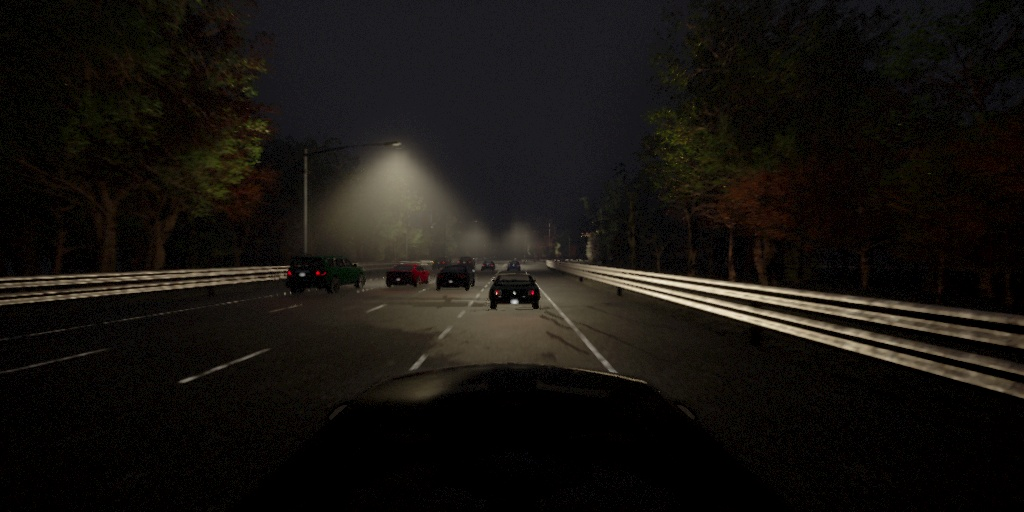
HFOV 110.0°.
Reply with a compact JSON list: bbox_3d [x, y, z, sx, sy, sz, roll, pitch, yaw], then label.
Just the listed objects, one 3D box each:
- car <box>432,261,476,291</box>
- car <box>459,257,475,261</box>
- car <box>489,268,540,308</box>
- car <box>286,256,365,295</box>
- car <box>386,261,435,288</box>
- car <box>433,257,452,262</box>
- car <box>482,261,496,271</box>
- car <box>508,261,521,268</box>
[{"bbox_3d":[-3.401,1.275,22.430,1.882,1.535,5.008,0,0,0],"label":"car"},{"bbox_3d":[-6.904,1.095,54.702,2.150,2.045,5.566,0,0,0],"label":"car"},{"bbox_3d":[0.098,1.382,15.270,1.895,1.301,4.718,0,0,0],"label":"car"},{"bbox_3d":[-10.401,1.016,20.472,2.150,2.045,5.566,0,0,0],"label":"car"},{"bbox_3d":[-6.901,1.280,24.247,1.882,1.535,5.008,0,0,0],"label":"car"},{"bbox_3d":[-10.404,1.093,53.750,2.150,2.045,5.566,0,0,0],"label":"car"},{"bbox_3d":[-3.403,1.415,52.543,2.033,1.411,5.357,0,0,0],"label":"car"},{"bbox_3d":[0.344,1.413,52.275,2.033,1.411,5.357,0,0,3],"label":"car"}]
